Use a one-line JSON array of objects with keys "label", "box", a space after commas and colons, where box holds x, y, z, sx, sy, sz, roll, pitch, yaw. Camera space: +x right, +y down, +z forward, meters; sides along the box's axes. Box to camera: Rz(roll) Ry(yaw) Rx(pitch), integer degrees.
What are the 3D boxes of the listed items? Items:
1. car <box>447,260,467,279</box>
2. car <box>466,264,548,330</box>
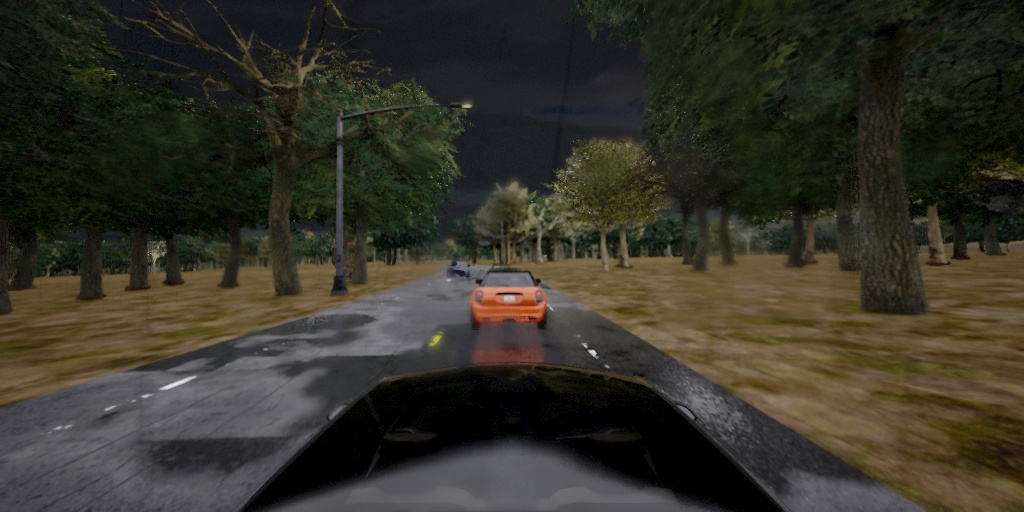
[{"label": "car", "box": [-5.144, 1.234, 34.882, 2.097, 1.767, 4.553, 0, 0, -5]}, {"label": "car", "box": [-0.110, 1.144, 11.515, 2.097, 1.767, 4.553, 0, 0, -1]}]
